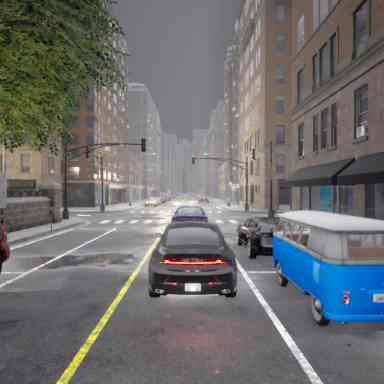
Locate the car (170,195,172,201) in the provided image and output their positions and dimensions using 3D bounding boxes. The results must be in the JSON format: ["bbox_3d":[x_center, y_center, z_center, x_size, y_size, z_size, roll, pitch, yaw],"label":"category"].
[{"bbox_3d":[-6.273,1.522,77.628,2.008,1.369,4.403,0,0,0],"label":"car"}]

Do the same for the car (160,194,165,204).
[{"bbox_3d":[-6.102,1.521,55.825,2.008,1.369,4.403,0,0,0],"label":"car"}]

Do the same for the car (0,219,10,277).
[{"bbox_3d":[-5.717,1.314,6.688,2.192,1.841,5.009,0,0,0],"label":"car"}]

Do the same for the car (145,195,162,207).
[{"bbox_3d":[-6.058,1.497,50.205,1.752,1.417,4.829,0,0,0],"label":"car"}]

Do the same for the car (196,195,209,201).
[{"bbox_3d":[2.336,1.410,66.830,1.967,1.590,4.097,0,0,0],"label":"car"}]

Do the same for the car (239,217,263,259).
[{"bbox_3d":[2.764,1.563,12.455,1.947,1.339,4.313,0,0,0],"label":"car"}]

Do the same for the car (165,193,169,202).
[{"bbox_3d":[-6.188,1.514,66.727,1.887,1.381,4.507,0,0,0],"label":"car"}]

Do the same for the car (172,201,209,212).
[{"bbox_3d":[-0.104,1.472,18.032,1.882,1.535,5.008,0,0,0],"label":"car"}]

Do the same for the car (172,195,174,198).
[{"bbox_3d":[-6.317,1.289,83.079,2.192,1.841,5.009,0,0,0],"label":"car"}]

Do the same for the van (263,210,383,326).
[{"bbox_3d":[2.808,1.340,6.795,1.690,1.788,3.998,0,0,0],"label":"van"}]

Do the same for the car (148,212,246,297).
[{"bbox_3d":[0.009,1.503,8.536,1.837,1.490,4.892,0,0,0],"label":"car"}]

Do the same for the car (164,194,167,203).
[{"bbox_3d":[-6.145,1.514,61.276,1.887,1.381,4.507,0,0,0],"label":"car"}]
